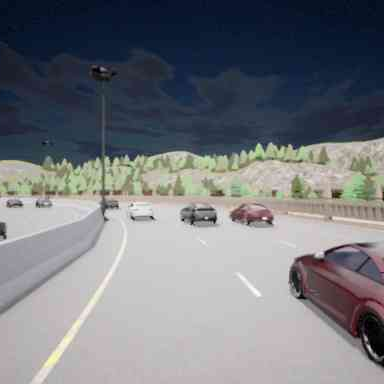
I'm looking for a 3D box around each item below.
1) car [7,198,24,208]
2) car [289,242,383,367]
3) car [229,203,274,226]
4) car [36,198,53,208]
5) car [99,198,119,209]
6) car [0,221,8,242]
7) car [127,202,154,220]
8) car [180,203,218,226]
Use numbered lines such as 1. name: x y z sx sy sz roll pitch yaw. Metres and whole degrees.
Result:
1. car: -27.272 1.702 51.299 2.033 1.411 5.357 0 0 -34
2. car: 3.227 1.554 5.783 1.994 1.385 4.181 0 0 -3
3. car: 4.128 1.523 23.460 1.812 1.442 4.674 0 0 -13
4. car: -22.254 1.623 49.934 2.128 1.511 4.902 0 0 -32
5. car: -11.407 1.573 45.563 2.128 1.511 4.902 0 0 -28
6. car: -8.018 1.521 11.202 1.882 1.535 5.008 0 0 -8
7. car: -4.476 1.564 28.519 1.812 1.442 4.674 0 0 -17
8. car: 0.383 1.506 24.000 2.128 1.511 4.902 0 0 -14
